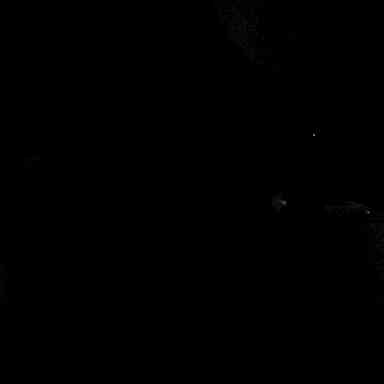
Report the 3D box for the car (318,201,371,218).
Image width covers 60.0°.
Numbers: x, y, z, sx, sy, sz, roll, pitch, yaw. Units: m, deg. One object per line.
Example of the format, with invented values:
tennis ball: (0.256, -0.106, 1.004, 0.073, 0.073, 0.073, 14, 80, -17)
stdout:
car: (14.215, 1.572, 31.187, 1.812, 1.442, 4.674, 1, 0, -36)
